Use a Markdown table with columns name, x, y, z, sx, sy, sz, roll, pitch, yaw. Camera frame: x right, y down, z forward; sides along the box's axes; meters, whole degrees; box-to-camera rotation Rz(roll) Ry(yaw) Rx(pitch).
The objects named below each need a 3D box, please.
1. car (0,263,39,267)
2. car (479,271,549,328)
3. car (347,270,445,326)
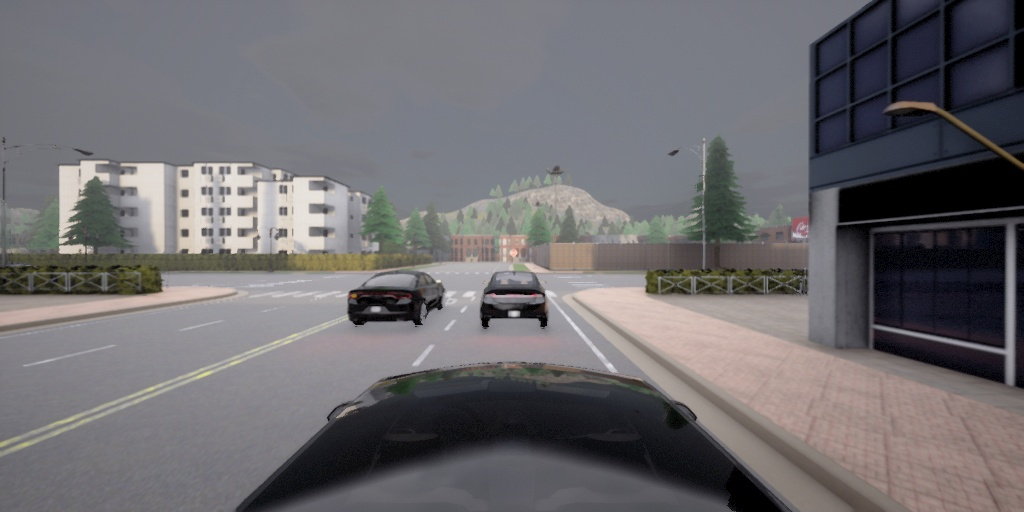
| name | x | y | z | sx | sy | sz | roll | pitch | yaw |
| --- | --- | --- | --- | --- | --- | --- | --- | --- | --- |
| car | -36.283 | 1.208 | 26.461 | 4.181 | 1.385 | 1.994 | 0 | 0 | 0 |
| car | 0.084 | 1.200 | 11.225 | 2.128 | 1.511 | 4.902 | 0 | 0 | 1 |
| car | -3.434 | 1.185 | 11.518 | 1.882 | 1.535 | 5.008 | 0 | 0 | 0 |
